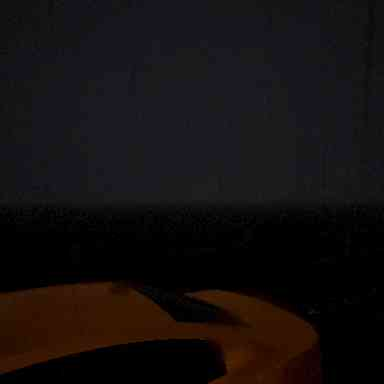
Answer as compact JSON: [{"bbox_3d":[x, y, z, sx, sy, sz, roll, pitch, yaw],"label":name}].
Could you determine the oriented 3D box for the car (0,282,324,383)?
[{"bbox_3d":[-1.231,1.477,2.070,5.008,1.535,1.882,0,0,-35],"label":"car"}]
